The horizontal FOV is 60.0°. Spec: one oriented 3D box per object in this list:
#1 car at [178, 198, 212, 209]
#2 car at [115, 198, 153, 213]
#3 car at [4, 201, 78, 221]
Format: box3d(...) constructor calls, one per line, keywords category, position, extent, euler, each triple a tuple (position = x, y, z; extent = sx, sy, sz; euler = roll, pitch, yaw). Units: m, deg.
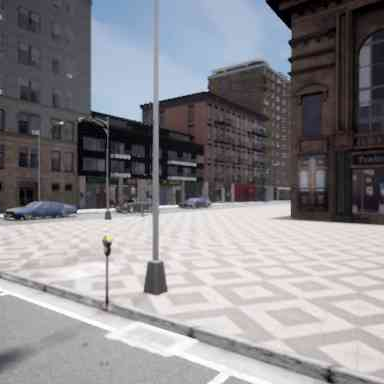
box3d(category="car", position=(0.487, 1.430, 43.270), extent=(2.033, 1.411, 5.357), euler=(0, 0, 36))
box3d(category="car", position=(-5.816, 1.378, 34.726), extent=(1.837, 1.490, 4.892), euler=(0, 0, 37))
box3d(category="car", position=(-11.853, 1.414, 26.536), extent=(2.033, 1.411, 5.357), euler=(0, 0, 36))
